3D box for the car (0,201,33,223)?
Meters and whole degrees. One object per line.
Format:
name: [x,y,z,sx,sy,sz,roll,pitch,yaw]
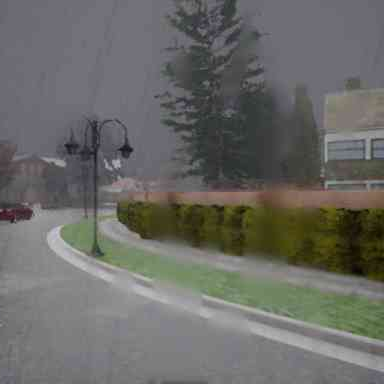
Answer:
car: [-14.904,1.595,27.490,2.097,1.767,4.553,0,-1,-5]
